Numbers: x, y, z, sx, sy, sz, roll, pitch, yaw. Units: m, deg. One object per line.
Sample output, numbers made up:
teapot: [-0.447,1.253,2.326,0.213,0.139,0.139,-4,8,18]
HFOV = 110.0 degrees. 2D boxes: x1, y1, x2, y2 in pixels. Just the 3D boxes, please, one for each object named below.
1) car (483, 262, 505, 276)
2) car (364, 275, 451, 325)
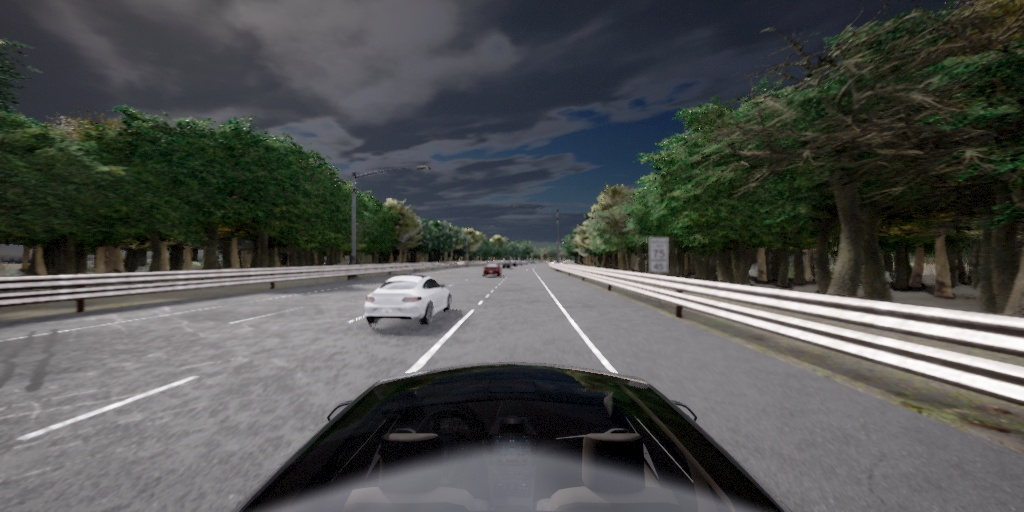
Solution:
car: [-2.240,1.571,42.162,1.882,1.535,5.008,0,-1,2]
car: [-3.326,1.370,12.082,1.812,1.442,4.674,0,-1,2]
